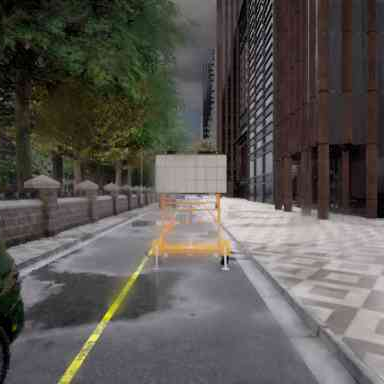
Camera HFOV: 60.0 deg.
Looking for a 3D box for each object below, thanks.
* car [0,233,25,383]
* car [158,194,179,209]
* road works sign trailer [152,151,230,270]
[{"bbox_3d":[-3.105,1.221,1.792,2.150,2.045,5.566,0,0,0],"label":"car"},{"bbox_3d":[-3.219,1.191,44.159,2.150,2.045,5.566,0,0,0],"label":"car"},{"bbox_3d":[-0.029,0.464,11.017,2.380,3.560,2.880,0,0,0],"label":"road works sign trailer"}]
